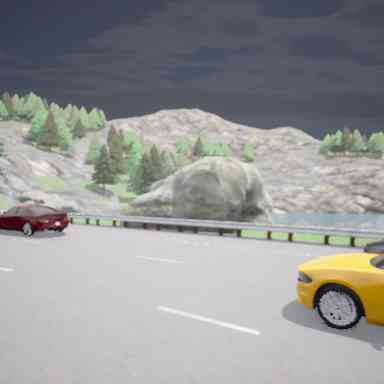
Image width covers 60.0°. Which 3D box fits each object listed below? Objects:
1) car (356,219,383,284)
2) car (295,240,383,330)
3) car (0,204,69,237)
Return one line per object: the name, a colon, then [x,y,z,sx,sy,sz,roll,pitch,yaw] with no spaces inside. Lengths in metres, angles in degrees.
car: [6.572,1.516,7.764,4.674,1.442,1.812,0,0,35]
car: [4.196,1.471,5.183,5.008,1.535,1.882,0,0,36]
car: [-8.788,1.408,17.750,5.008,1.535,1.882,0,0,31]
